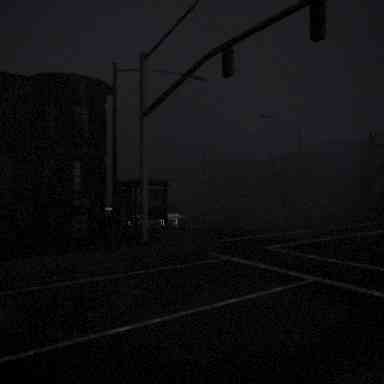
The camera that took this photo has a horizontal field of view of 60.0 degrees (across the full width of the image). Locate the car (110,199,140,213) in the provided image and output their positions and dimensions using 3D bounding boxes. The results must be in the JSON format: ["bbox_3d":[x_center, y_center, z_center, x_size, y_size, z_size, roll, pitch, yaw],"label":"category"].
[{"bbox_3d":[-6.296,1.344,33.987,2.097,1.767,4.553,0,0,-35],"label":"car"}]

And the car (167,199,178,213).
[{"bbox_3d":[-3.369,1.342,35.911,2.097,1.767,4.553,0,0,-35],"label":"car"}]

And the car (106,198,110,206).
[{"bbox_3d":[-13.665,1.521,50.629,2.128,1.511,4.902,0,0,-35],"label":"car"}]
